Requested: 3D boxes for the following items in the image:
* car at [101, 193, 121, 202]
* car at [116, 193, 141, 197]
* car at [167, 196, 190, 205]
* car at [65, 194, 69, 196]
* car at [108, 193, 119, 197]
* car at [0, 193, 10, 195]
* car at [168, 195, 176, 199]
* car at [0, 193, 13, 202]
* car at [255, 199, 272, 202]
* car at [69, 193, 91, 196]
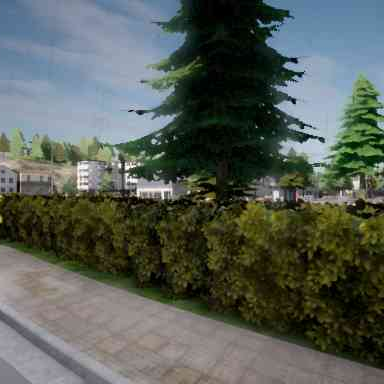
[{"bbox_3d":[-17.555,1.077,72.150,3.866,1.878,1.905,0,0,-45],"label":"car"},{"bbox_3d":[-9.708,1.384,53.927,3.806,1.475,1.970,0,0,-45],"label":"car"},{"bbox_3d":[-2.321,1.374,56.991,3.633,1.501,1.845,0,0,-45],"label":"car"},{"bbox_3d":[-31.230,1.232,85.648,3.806,1.475,1.970,0,0,-45],"label":"car"},{"bbox_3d":[-15.228,1.097,70.363,4.605,1.855,1.932,0,0,-45],"label":"car"},{"bbox_3d":[-23.145,1.330,40.971,5.027,1.636,2.152,0,0,-45],"label":"car"},{"bbox_3d":[-1.405,1.222,38.307,5.566,2.045,2.150,0,0,-44],"label":"car"},{"bbox_3d":[-41.123,1.097,71.368,4.605,1.855,1.932,0,0,-45],"label":"car"},{"bbox_3d":[9.885,1.478,44.371,5.008,1.535,1.882,0,0,-45],"label":"car"},{"bbox_3d":[-26.509,1.154,81.290,5.027,1.636,2.152,0,0,-45],"label":"car"}]
